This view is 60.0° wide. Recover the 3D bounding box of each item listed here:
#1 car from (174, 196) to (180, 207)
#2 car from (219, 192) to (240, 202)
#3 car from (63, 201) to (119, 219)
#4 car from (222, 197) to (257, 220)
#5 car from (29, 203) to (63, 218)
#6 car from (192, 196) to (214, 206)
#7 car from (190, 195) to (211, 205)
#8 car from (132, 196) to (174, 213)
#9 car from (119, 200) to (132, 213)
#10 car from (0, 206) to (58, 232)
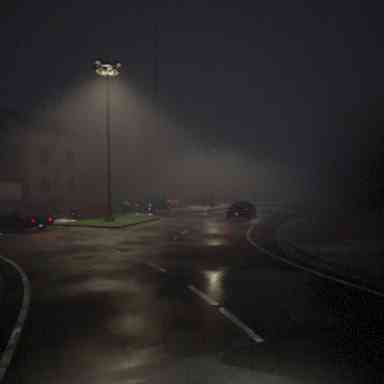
[{"bbox_3d":[-3.510,1.375,48.464,2.097,1.767,4.553,-1,0,24],"label":"car"},{"bbox_3d":[7.709,1.063,64.904,2.150,2.045,5.566,-1,0,24],"label":"car"},{"bbox_3d":[-9.144,1.685,30.429,1.994,1.385,4.181,-1,0,35],"label":"car"},{"bbox_3d":[4.105,1.446,27.278,1.812,1.442,4.674,-1,0,19],"label":"car"},{"bbox_3d":[-13.860,1.719,29.967,1.812,1.442,4.674,-1,0,39],"label":"car"},{"bbox_3d":[2.010,1.444,52.219,1.837,1.490,4.892,-1,0,25],"label":"car"},{"bbox_3d":[1.613,1.417,59.878,1.882,1.535,5.008,-1,0,25],"label":"car"},{"bbox_3d":[-4.412,1.397,38.227,2.097,1.767,4.553,-1,0,26],"label":"car"},{"bbox_3d":[-8.292,1.667,38.297,1.994,1.385,4.181,-1,0,28],"label":"car"},{"bbox_3d":[-11.044,1.757,20.840,4.718,1.301,1.895,-1,0,25],"label":"car"}]
